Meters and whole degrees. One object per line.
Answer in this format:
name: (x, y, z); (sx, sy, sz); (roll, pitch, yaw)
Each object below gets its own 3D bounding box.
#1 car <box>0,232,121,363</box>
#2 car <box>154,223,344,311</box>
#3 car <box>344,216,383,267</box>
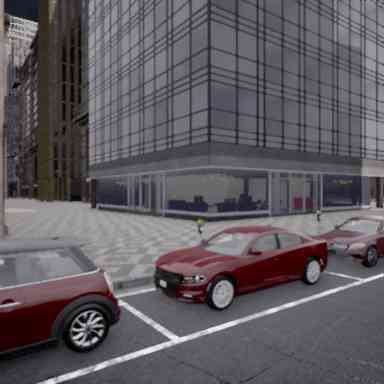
car: (-3.171, 1.441, 4.492); (4.097, 1.590, 1.967); (-1, 1, -35)
car: (1.283, 1.478, 7.650); (4.507, 1.381, 1.887); (-1, 1, -35)
car: (5.736, 1.451, 10.807); (4.206, 1.307, 1.802); (-1, 1, -35)
